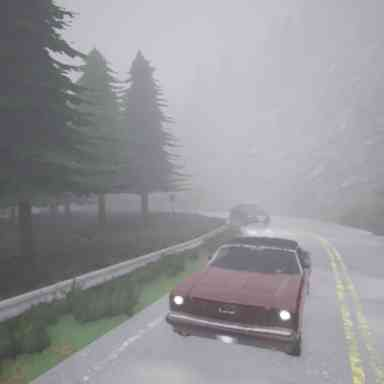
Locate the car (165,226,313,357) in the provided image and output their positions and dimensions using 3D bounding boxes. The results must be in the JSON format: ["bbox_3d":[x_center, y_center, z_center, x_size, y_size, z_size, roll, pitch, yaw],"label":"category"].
[{"bbox_3d":[1.262,1.616,6.381,1.895,1.301,4.718,1,0,21],"label":"car"}]

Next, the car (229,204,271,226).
[{"bbox_3d":[4.233,1.686,24.976,2.128,1.511,4.902,-1,-1,-11],"label":"car"}]
